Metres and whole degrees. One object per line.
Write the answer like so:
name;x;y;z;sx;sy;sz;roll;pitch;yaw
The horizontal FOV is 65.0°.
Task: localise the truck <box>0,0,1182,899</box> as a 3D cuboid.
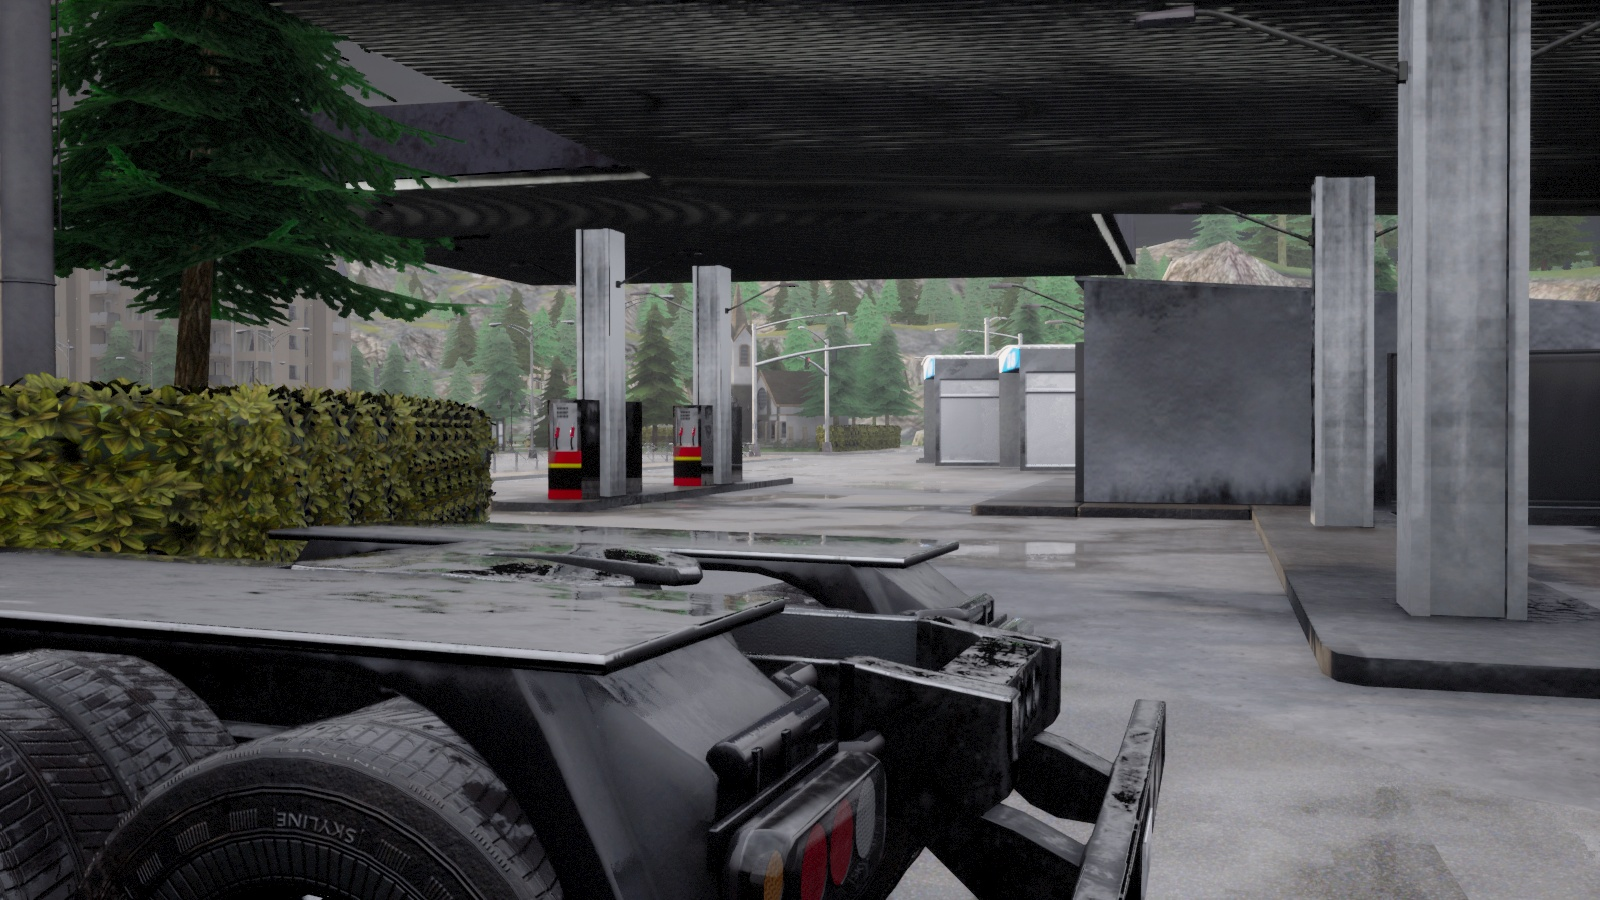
truck;-2.955;-0.168;4.152;7.936;3.462;2.891;1;0;18
